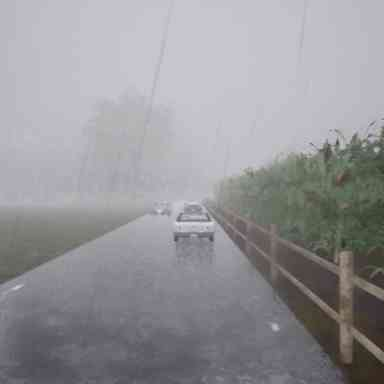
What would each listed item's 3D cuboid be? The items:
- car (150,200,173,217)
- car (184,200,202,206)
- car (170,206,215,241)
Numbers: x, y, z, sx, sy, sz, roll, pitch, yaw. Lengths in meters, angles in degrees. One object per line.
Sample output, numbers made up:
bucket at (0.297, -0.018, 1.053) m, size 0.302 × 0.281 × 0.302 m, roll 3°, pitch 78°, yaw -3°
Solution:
car at (-2.835, 1.550, 31.409) m, size 2.128 × 1.511 × 4.902 m, roll 0°, pitch 0°, yaw 0°
car at (0.110, 1.594, 34.563) m, size 1.812 × 1.442 × 4.674 m, roll 0°, pitch 0°, yaw 0°
car at (0.093, 1.622, 16.768) m, size 1.895 × 1.301 × 4.718 m, roll 0°, pitch 0°, yaw 0°
